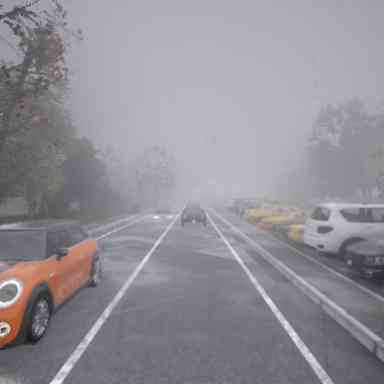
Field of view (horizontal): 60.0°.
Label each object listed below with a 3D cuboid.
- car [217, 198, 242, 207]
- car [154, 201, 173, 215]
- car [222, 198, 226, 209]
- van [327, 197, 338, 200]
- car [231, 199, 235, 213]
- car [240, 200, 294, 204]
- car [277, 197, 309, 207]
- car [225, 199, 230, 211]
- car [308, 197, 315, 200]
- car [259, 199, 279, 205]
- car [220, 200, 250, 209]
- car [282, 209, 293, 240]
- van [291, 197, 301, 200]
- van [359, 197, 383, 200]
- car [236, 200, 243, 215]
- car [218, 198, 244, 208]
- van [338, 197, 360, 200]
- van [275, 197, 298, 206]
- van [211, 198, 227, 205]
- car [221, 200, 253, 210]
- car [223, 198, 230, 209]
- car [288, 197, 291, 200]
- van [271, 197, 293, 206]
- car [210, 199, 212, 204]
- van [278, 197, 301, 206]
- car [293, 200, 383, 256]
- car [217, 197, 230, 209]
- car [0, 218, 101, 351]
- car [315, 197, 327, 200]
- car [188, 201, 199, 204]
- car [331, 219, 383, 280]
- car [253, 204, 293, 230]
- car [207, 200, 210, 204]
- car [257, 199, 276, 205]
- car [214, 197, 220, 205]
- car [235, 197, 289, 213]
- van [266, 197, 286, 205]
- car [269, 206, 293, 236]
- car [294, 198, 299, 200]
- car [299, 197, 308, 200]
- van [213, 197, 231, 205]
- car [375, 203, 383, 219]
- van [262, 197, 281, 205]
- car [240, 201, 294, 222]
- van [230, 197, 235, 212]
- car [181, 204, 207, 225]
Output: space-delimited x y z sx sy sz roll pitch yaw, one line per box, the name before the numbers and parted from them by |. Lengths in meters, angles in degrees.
car | 7.264 2.061 64.640 4.553 1.767 2.185 0 -1 0
car | -3.254 1.879 38.779 1.837 1.490 4.892 0 -1 0
car | 7.125 2.004 47.983 4.792 1.488 2.163 0 -1 0
van | 20.069 1.668 42.246 4.442 1.987 1.878 0 -1 0
car | 7.089 1.862 36.878 4.792 1.488 2.163 0 -1 0
car | 7.175 1.744 28.558 5.366 1.575 1.946 0 0 0
car | 20.369 1.962 67.299 5.566 2.045 2.435 0 -1 0
car | 7.078 1.933 42.431 4.792 1.488 2.163 0 -1 0
car | 20.204 1.713 47.784 5.566 2.045 2.435 0 -1 0
car | 20.578 2.700 89.305 4.892 1.521 2.231 0 -2 0
car | 7.218 2.081 56.310 4.892 1.521 2.231 0 -1 0
car | 7.058 1.680 14.680 5.366 1.575 1.946 0 0 0
van | 20.444 1.881 58.989 4.442 1.987 1.878 0 -1 0
van | 20.007 1.564 33.920 4.442 1.987 1.878 0 -1 0
car | 7.007 1.772 31.327 4.892 1.521 2.231 0 0 0
car | 7.240 2.026 61.864 4.553 1.767 2.185 0 -1 0
van | 20.279 1.632 39.474 4.442 1.987 1.878 0 -1 0
van | 20.560 2.056 72.713 4.442 1.987 1.878 0 -1 0
van | 7.670 2.647 95.152 4.442 1.987 1.878 0 -2 0
car | 7.207 2.046 53.534 4.892 1.521 2.231 0 -1 0
car | 7.101 1.968 45.207 4.792 1.488 2.163 0 -1 0
car | 20.348 2.181 61.630 4.674 1.452 2.002 0 -1 0
van | 20.352 2.093 75.617 4.442 1.987 1.878 0 -1 0
car | 7.417 2.077 75.745 5.566 2.045 2.435 0 -1 0
van | 20.538 2.022 70.068 4.442 1.987 1.878 0 -1 0
car | 6.877 1.421 11.906 5.566 2.045 2.435 0 0 0
car | 6.992 2.007 50.761 5.366 1.575 1.946 0 -1 0
car | -3.336 1.410 6.495 2.097 1.767 4.553 0 0 0
car | 20.181 1.678 45.014 5.566 2.045 2.435 0 -1 0
car | 0.218 1.921 43.850 2.128 1.511 4.902 0 -1 0
car | 6.830 1.661 9.130 5.008 1.535 2.097 0 0 0
car | 6.734 1.703 20.235 5.366 1.575 1.946 0 0 0
car | 7.535 2.792 92.372 5.008 1.535 2.097 0 -2 0
car | 20.603 2.778 92.074 5.008 1.535 2.097 0 -2 0
car | 7.063 2.113 59.088 5.366 1.575 1.946 0 -1 0
car | 7.068 1.674 34.107 4.553 1.767 2.185 0 -1 0
van | 20.397 2.233 81.007 4.442 1.987 1.878 0 -2 0
car | 6.902 1.696 17.458 4.892 1.521 2.231 0 0 0
car | 20.307 2.112 56.216 4.674 1.452 2.002 0 -1 0
car | 20.274 2.035 53.322 5.008 1.535 2.097 0 -1 0
van | 7.319 2.247 81.279 4.442 1.987 1.878 0 -2 0
car | 20.121 1.791 31.165 4.792 1.488 2.163 0 -1 0
van | 20.678 2.393 86.542 4.442 1.987 1.878 0 -2 0
car | 6.782 1.728 25.908 5.366 1.575 1.946 0 0 0
van | 7.200 1.642 39.657 4.442 1.987 1.878 0 -1 0
car | 0.139 1.841 26.089 1.895 1.301 4.718 0 -1 0
